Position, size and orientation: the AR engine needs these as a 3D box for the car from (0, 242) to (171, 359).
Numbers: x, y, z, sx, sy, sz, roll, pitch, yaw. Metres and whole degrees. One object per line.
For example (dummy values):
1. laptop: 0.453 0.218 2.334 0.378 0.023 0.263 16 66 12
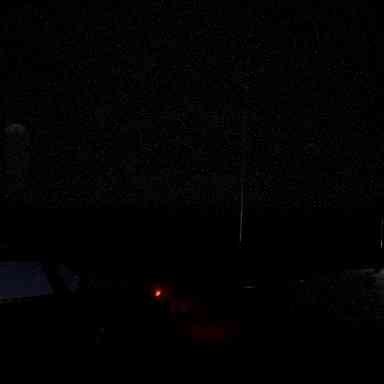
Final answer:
1. car: -2.998 1.469 4.577 5.357 1.411 2.033 1 1 -27
